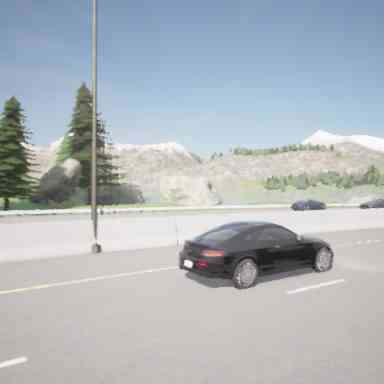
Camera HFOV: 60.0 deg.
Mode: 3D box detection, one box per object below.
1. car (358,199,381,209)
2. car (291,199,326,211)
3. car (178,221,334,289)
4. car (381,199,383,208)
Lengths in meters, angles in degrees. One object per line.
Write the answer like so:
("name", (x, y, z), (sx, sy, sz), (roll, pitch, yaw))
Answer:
("car", (22.015, 1.511, 38.754), (5.357, 1.411, 2.033), (0, 0, -21))
("car", (13.714, 1.509, 39.142), (4.181, 1.385, 1.994), (0, 0, -23))
("car", (1.842, 1.509, 9.034), (4.674, 1.442, 1.812), (0, 0, -33))
("car", (22.828, 1.498, 35.273), (4.674, 1.442, 1.812), (0, 0, -20))
